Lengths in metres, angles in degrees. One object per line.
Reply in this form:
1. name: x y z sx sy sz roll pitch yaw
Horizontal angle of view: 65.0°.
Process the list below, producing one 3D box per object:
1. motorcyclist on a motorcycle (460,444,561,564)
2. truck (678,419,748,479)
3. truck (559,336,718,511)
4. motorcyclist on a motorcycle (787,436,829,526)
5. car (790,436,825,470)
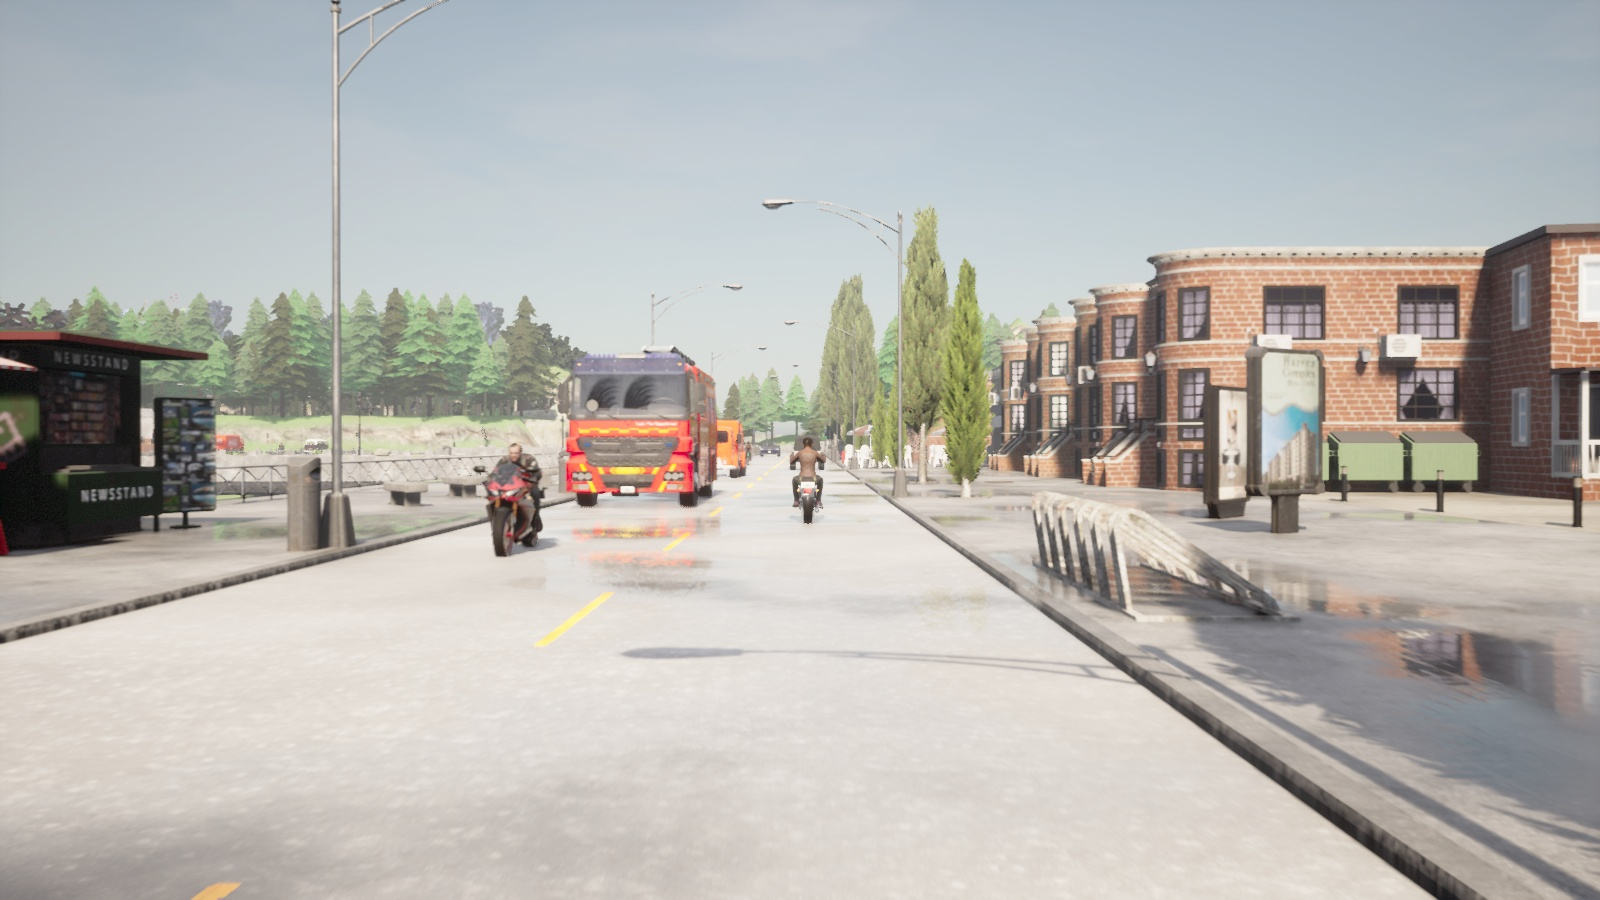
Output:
1. motorcyclist on a motorcycle: -3.891 0.682 17.079 0.866 1.530 2.191 0 0 0
2. truck: -3.683 -0.050 54.365 2.627 2.467 5.204 0 0 0
3. truck: -3.809 -0.600 31.739 2.891 3.827 8.468 0 0 0
4. motorcyclist on a motorcycle: 0.150 0.560 24.218 0.766 1.649 2.350 0 0 0
5. car: 0.404 0.147 70.276 1.905 1.878 3.866 0 0 0
